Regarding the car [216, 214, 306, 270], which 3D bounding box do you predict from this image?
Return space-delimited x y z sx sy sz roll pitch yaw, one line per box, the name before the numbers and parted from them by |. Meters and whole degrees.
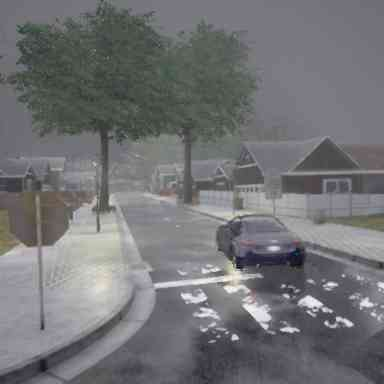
car | 1.987 1.406 10.640 1.994 1.385 4.181 -2 1 -4
